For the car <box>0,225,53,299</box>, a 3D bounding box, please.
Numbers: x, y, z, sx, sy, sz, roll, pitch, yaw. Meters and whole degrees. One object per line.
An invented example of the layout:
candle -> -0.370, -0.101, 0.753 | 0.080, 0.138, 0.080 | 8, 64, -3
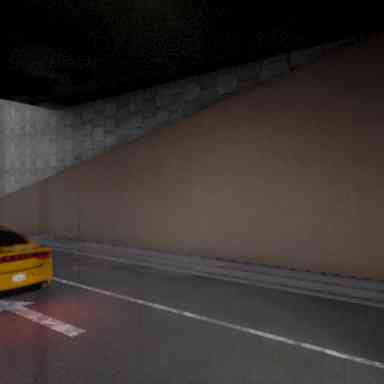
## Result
car -> -5.285, 1.477, 7.760 | 5.008, 1.535, 1.882 | 0, 0, 36
